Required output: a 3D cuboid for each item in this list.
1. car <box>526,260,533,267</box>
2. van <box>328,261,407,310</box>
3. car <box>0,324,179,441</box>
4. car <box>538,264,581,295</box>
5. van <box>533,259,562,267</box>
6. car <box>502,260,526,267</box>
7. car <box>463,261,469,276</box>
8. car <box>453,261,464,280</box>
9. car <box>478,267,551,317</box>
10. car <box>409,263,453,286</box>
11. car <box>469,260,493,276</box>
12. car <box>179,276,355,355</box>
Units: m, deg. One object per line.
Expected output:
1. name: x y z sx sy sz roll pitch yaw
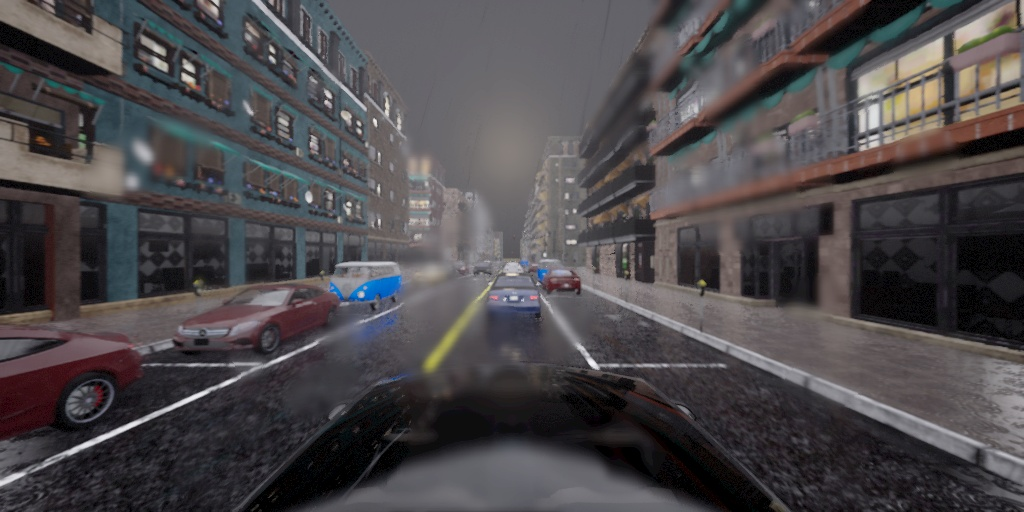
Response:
1. car: 2.801 1.428 42.605 1.802 1.307 4.207 0 0 0
2. van: -5.690 1.113 14.331 1.690 1.789 3.998 0 0 0
3. car: -5.690 1.334 3.007 1.802 1.307 4.207 0 0 0
4. car: 2.692 1.329 19.965 1.888 1.381 4.507 0 0 0
5. van: 2.692 1.137 25.625 1.690 1.789 3.998 0 0 0
6. car: 0.096 1.342 33.159 1.812 1.442 4.674 0 0 0
7. car: -5.730 1.274 38.825 1.967 1.591 4.097 0 0 0
8. car: -5.688 1.377 31.314 1.948 1.339 4.313 0 0 0
9. car: 0.086 1.317 13.269 2.033 1.411 5.357 0 0 0
10. car: -5.688 1.322 25.483 1.751 1.417 4.829 0 0 0
11. car: -3.081 1.382 38.779 2.033 1.411 5.357 0 0 0
12. car: -5.690 1.343 8.668 1.802 1.307 4.207 0 0 0
